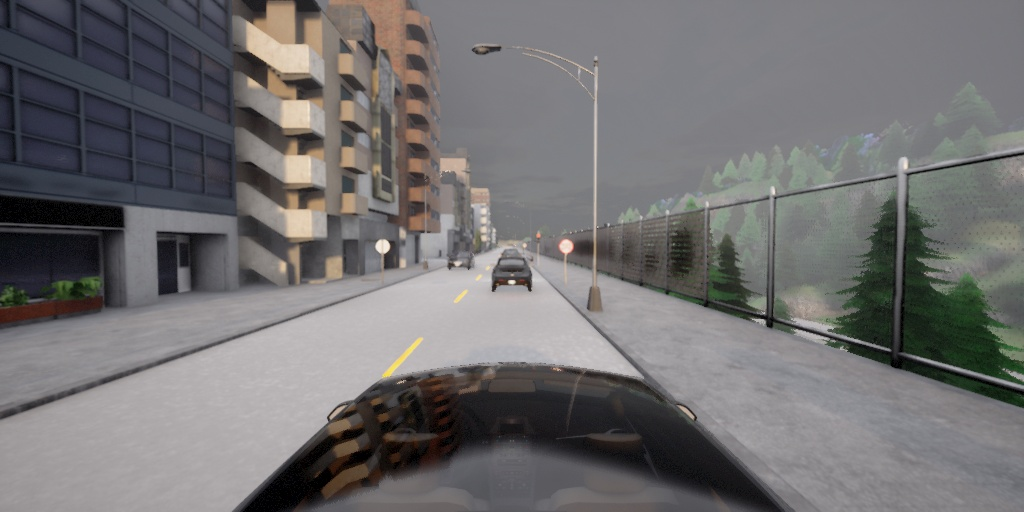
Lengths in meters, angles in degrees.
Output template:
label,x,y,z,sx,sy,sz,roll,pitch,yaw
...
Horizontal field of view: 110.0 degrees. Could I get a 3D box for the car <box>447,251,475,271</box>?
label,x,y,z,sx,sy,sz,roll,pitch,yaw
car,-4.198,0.358,30.088,2.128,1.511,4.902,0,2,0

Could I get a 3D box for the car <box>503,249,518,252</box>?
label,x,y,z,sx,sy,sz,roll,pitch,yaw
car,-0.110,0.058,35.148,2.097,1.767,4.553,0,2,0

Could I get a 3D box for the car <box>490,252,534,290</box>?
label,x,y,z,sx,sy,sz,roll,pitch,yaw
car,-0.010,0.761,17.575,1.837,1.490,4.892,0,2,0
